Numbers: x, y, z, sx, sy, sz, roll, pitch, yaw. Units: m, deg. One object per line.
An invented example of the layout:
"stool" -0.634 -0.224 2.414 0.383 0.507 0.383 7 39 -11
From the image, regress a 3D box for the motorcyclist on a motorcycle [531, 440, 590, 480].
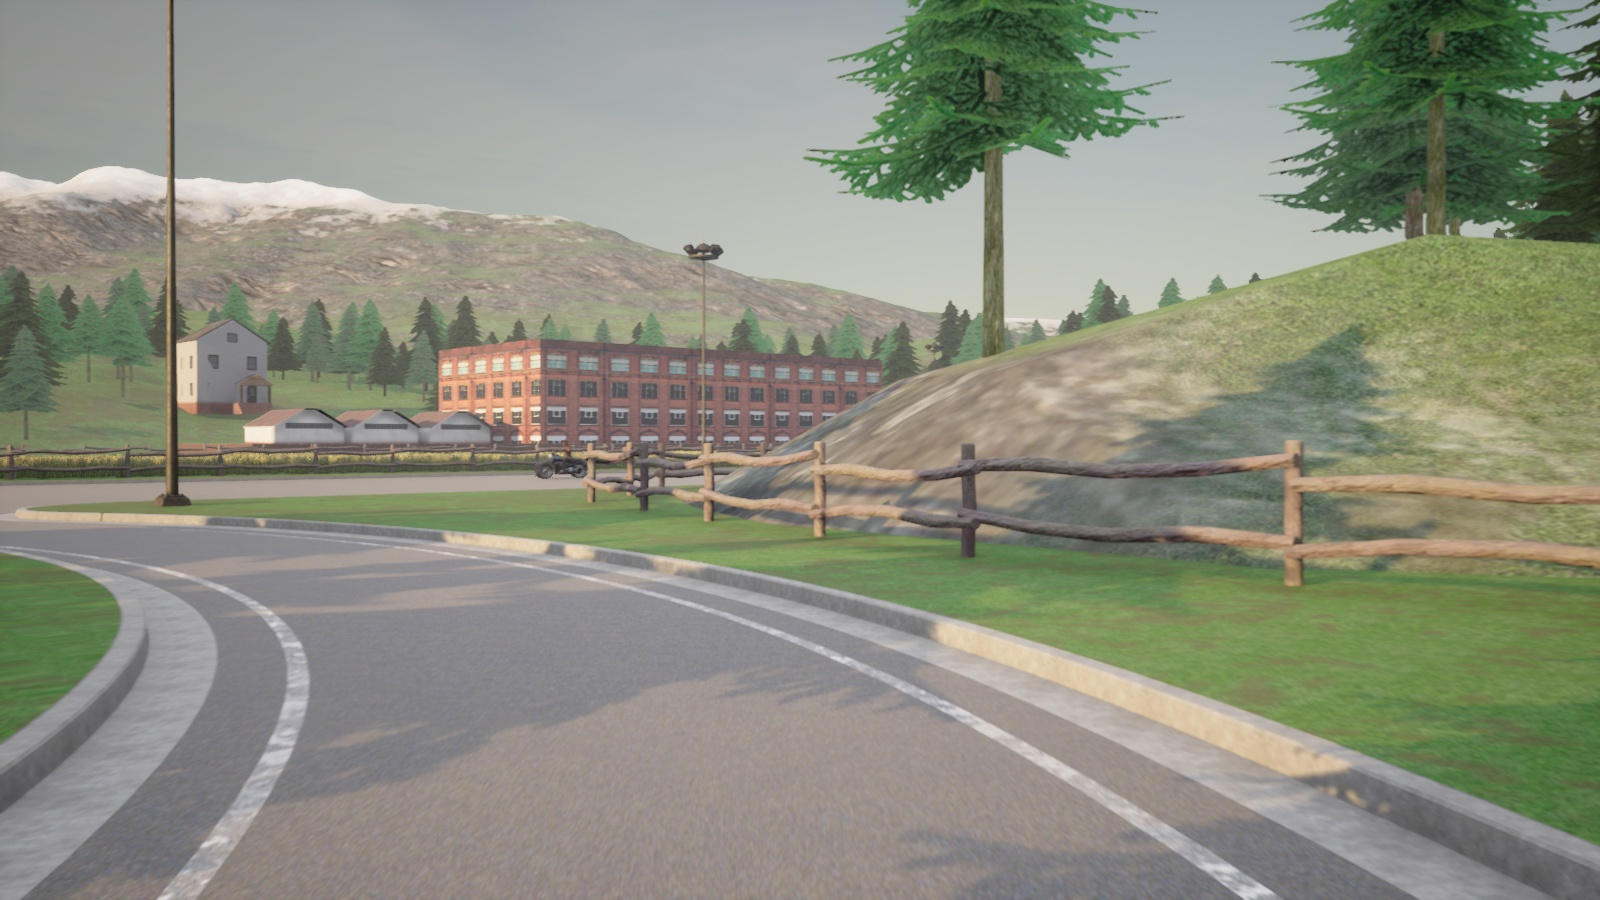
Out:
"motorcyclist on a motorcycle" -9.942 0.398 52.096 2.350 1.649 0.766 0 1 -42
